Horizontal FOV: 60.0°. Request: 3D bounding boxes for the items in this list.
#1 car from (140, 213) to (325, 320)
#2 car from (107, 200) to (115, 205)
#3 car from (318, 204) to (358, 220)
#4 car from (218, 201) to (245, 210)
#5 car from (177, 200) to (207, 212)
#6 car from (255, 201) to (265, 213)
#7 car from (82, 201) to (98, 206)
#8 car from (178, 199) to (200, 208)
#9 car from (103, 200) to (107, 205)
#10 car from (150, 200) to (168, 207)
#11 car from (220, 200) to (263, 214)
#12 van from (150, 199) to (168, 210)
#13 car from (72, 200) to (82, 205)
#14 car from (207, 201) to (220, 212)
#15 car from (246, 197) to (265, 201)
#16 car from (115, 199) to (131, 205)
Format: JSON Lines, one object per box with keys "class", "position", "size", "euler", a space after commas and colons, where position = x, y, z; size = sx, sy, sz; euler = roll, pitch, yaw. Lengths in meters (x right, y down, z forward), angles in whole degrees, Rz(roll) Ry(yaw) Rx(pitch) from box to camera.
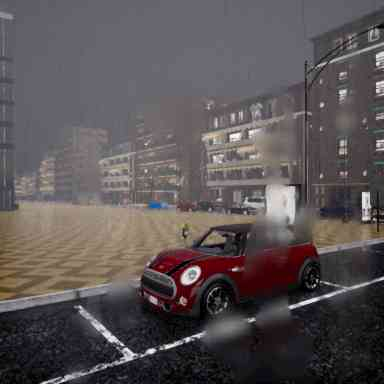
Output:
{"class": "car", "position": [0.912, 1.439, 7.223], "size": [4.097, 1.590, 1.967], "euler": [0, 0, -36]}
{"class": "car", "position": [-20.129, 2.735, 88.081], "size": [1.947, 1.339, 4.313], "euler": [-2, 0, -36]}
{"class": "car", "position": [13.985, 1.808, 31.199], "size": [1.994, 1.385, 4.181], "euler": [-1, 0, -36]}
{"class": "car", "position": [6.092, 2.095, 52.062], "size": [1.802, 1.307, 4.206], "euler": [-2, 0, -36]}
{"class": "car", "position": [-0.407, 2.113, 46.472], "size": [1.887, 1.381, 4.507], "euler": [-2, 0, -36]}
{"class": "car", "position": [8.949, 1.886, 33.494], "size": [2.008, 1.369, 4.403], "euler": [-2, 0, -36]}
{"class": "car", "position": [-23.644, 2.702, 78.654], "size": [2.008, 1.369, 4.403], "euler": [-2, 0, -36]}
{"class": "car", "position": [-0.511, 2.118, 61.034], "size": [1.967, 1.590, 4.097], "euler": [-2, 0, -36]}
{"class": "car", "position": [-23.399, 2.797, 92.590], "size": [1.887, 1.381, 4.507], "euler": [-2, 0, -36]}
{"class": "car", "position": [-7.050, 2.423, 70.048], "size": [1.802, 1.307, 4.206], "euler": [-2, 0, -36]}
{"class": "car", "position": [5.679, 1.967, 38.002], "size": [2.008, 1.369, 4.403], "euler": [-2, 0, -36]}
{"class": "van", "position": [-5.334, 2.034, 53.353], "size": [1.690, 1.788, 3.998], "euler": [-2, 0, -36]}
{"class": "car", "position": [-30.183, 2.861, 87.670], "size": [1.887, 1.381, 4.507], "euler": [-2, 0, -36]}
{"class": "car", "position": [2.328, 2.039, 47.291], "size": [1.837, 1.490, 4.892], "euler": [-1, -1, -36]}
{"class": "car", "position": [8.443, 1.603, 38.839], "size": [2.150, 2.045, 5.566], "euler": [-1, -1, -36]}
{"class": "car", "position": [-16.863, 2.527, 83.573], "size": [1.967, 1.590, 4.097], "euler": [-2, 0, -36]}
